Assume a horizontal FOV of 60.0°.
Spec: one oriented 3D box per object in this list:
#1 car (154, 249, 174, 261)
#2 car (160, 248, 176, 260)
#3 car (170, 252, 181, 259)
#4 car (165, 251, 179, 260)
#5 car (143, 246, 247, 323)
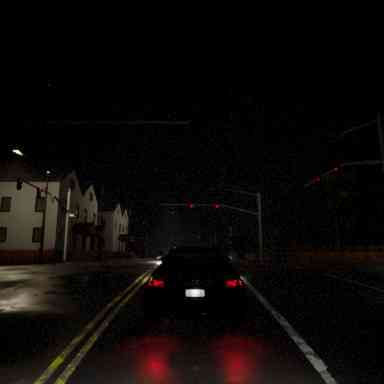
[{"bbox_3d":[-3.627,8.356,43.912,2.128,1.511,4.902,0,-11,0],"label":"car"},{"bbox_3d":[-3.634,9.704,51.645,2.097,1.767,4.553,0,-11,0],"label":"car"},{"bbox_3d":[-3.564,13.675,71.325,2.128,1.511,4.902,0,-11,0],"label":"car"},{"bbox_3d":[-3.617,11.734,61.435,2.128,1.511,4.902,0,-11,0],"label":"car"},{"bbox_3d":[0.065,1.982,7.876,1.994,1.385,4.181,0,-7,0],"label":"car"}]
